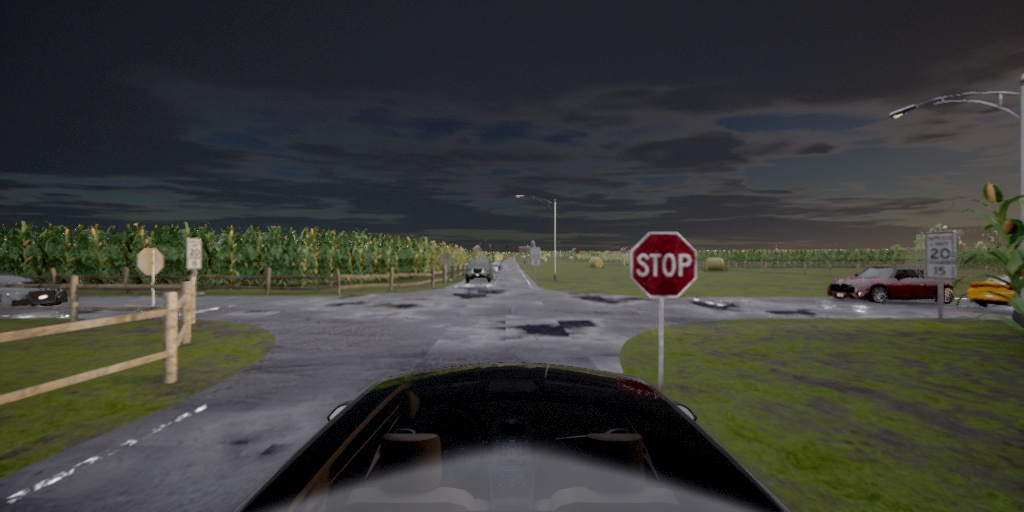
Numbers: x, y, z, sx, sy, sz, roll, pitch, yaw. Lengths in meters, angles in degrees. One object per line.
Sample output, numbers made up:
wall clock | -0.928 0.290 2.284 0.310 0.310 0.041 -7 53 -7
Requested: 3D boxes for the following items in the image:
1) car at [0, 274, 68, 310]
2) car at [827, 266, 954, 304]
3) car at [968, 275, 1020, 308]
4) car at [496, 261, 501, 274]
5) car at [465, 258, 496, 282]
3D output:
car | -19.776 1.367 13.566 4.181 1.385 1.994 0 0 -1
car | 17.887 1.281 17.125 4.553 1.767 2.097 0 0 -1
car | 21.387 1.419 14.241 5.008 1.535 1.882 0 0 -1
car | -2.831 1.706 46.986 1.895 1.301 4.718 0 0 0
car | -2.830 1.220 32.089 2.150 2.045 5.566 0 0 0
